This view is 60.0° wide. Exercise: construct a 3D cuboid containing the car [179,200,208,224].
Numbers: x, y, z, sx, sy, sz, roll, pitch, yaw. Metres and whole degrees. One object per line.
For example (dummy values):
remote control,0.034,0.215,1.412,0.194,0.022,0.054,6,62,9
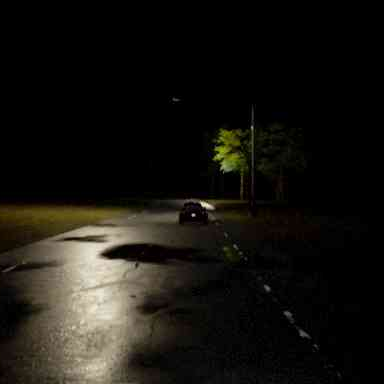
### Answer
car,0.094,1.510,24.081,1.994,1.385,4.181,0,0,0
